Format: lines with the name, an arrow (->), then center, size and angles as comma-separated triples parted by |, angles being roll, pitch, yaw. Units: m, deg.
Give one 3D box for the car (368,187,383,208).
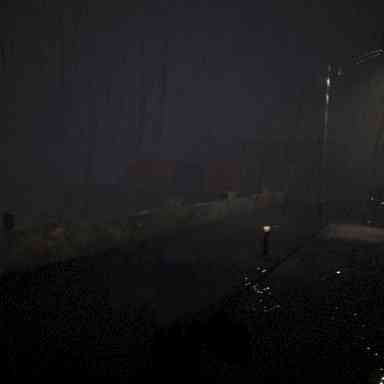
car -> 14.045, 0.393, 24.424 | 1.812, 1.442, 4.674 | 4, 5, 30
